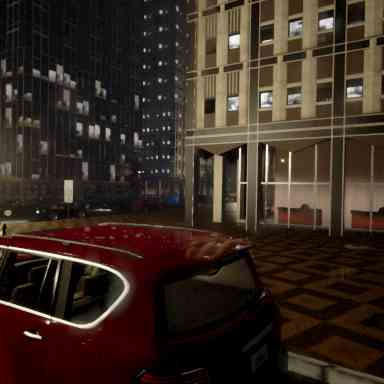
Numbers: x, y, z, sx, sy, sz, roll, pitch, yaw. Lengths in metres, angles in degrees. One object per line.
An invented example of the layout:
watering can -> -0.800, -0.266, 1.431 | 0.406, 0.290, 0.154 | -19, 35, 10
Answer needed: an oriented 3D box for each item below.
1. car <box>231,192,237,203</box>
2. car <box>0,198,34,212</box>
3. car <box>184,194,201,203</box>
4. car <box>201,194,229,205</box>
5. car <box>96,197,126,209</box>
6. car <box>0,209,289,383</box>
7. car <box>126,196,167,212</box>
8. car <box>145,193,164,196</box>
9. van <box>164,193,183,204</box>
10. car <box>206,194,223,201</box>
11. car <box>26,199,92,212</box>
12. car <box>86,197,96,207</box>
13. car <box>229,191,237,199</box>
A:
car -> 9.362, 1.264, 61.294 | 1.752, 1.417, 4.829 | 2, 1, 30
car -> -15.615, 1.356, 29.932 | 1.837, 1.490, 4.892 | 1, 1, 30
car -> 1.013, 1.186, 58.306 | 1.812, 1.442, 4.674 | 1, 1, 31
car -> 3.589, 1.246, 51.380 | 1.967, 1.590, 4.097 | 2, 1, 30
car -> -9.209, 1.340, 40.922 | 1.994, 1.385, 4.181 | 1, 1, 30
car -> -1.434, 1.314, 3.875 | 5.009, 1.841, 2.192 | 0, 1, 36
car -> -4.947, 1.487, 36.733 | 1.802, 1.307, 4.206 | 2, 1, 30
car -> -6.578, 1.107, 50.572 | 1.967, 1.590, 4.097 | 2, 1, 30
van -> -3.730, 0.975, 55.457 | 1.690, 1.788, 3.998 | 2, 1, 30
car -> 4.806, 1.079, 70.119 | 1.887, 1.381, 4.507 | 2, 1, 30
car -> -10.636, 1.537, 26.967 | 1.947, 1.339, 4.313 | 2, 1, 30
car -> -12.273, 1.299, 40.801 | 1.947, 1.339, 4.313 | 2, 1, 30
car -> 10.503, 0.783, 79.888 | 2.192, 1.841, 5.009 | 2, 1, 30
